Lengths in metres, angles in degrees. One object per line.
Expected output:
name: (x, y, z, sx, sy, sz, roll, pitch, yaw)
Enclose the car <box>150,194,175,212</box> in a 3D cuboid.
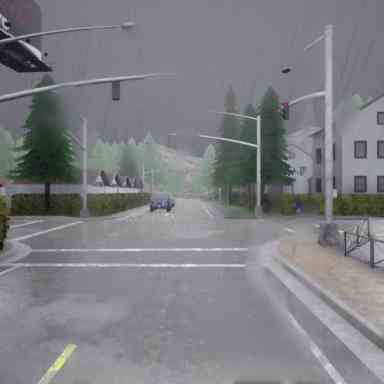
car: (-3.579, 1.221, 38.998, 2.150, 2.045, 5.566, 0, 0, 0)
